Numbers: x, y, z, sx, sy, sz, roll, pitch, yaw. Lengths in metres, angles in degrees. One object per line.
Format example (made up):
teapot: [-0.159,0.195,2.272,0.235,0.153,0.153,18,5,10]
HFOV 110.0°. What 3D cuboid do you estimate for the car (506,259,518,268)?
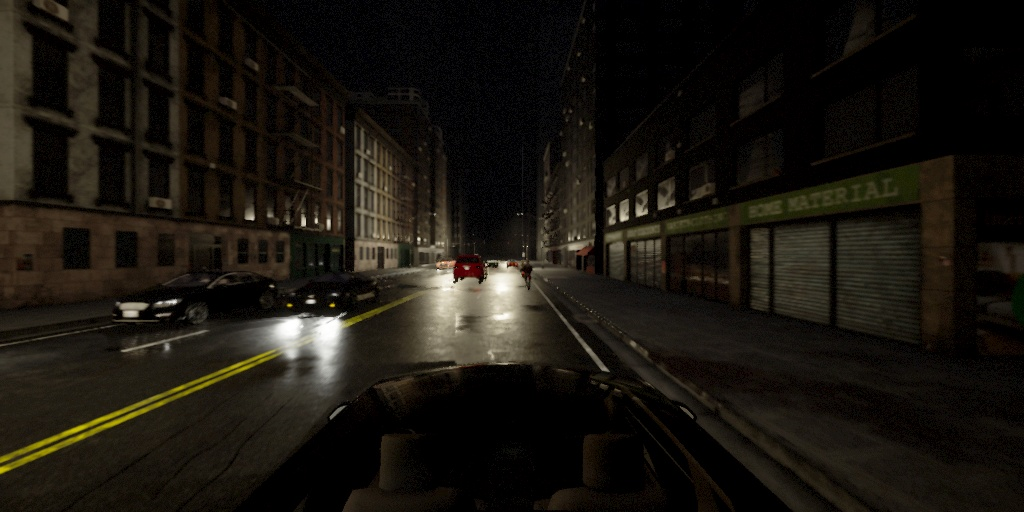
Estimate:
car: [0.061,1.310,57.984,1.895,1.301,4.718,0,0,0]

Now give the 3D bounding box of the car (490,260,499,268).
car: [-3.146,1.309,59.029,1.895,1.301,4.718,0,0,0]

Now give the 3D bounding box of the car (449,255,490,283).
car: [-3.148,0.954,27.727,2.150,2.045,5.566,0,0,0]

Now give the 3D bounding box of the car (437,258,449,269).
car: [-9.811,1.067,53.453,2.097,1.767,4.553,0,0,0]

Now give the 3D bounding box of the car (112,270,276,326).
car: [-9.849,1.235,11.713,2.128,1.511,4.902,0,0,0]

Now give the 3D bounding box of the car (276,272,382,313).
car: [-6.598,1.306,13.746,1.994,1.385,4.181,0,0,0]

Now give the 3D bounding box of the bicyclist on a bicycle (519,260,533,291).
bicyclist on a bicycle: [0.895,1.108,20.364,0.659,1.776,1.843,0,0,0]
